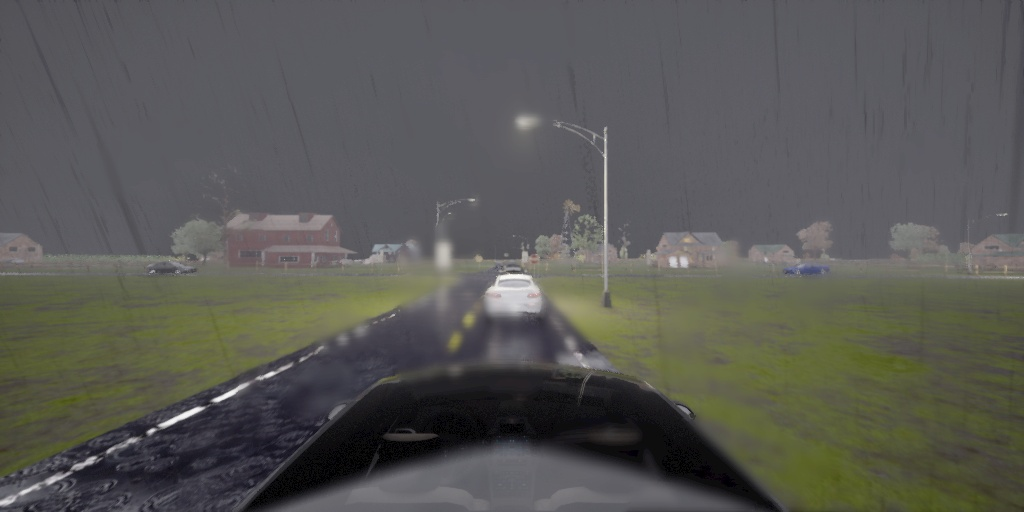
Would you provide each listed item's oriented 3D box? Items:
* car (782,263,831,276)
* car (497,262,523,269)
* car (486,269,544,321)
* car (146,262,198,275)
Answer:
[{"bbox_3d":[35.612,1.632,43.456,5.008,1.535,1.882,0,0,1],"label":"car"},{"bbox_3d":[0.086,1.413,26.231,1.837,1.490,4.892,0,-1,0],"label":"car"},{"bbox_3d":[0.095,1.348,12.741,1.812,1.442,4.674,0,0,0],"label":"car"},{"bbox_3d":[-38.886,1.402,41.068,4.892,1.490,1.837,1,0,0],"label":"car"}]
